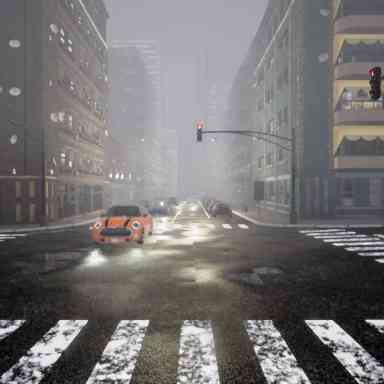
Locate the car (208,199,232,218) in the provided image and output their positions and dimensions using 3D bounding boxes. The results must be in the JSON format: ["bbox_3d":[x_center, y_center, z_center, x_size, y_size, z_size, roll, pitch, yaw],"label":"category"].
[{"bbox_3d":[2.702,1.584,30.349,1.802,1.307,4.206,0,0,0],"label":"car"}]

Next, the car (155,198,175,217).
[{"bbox_3d":[-3.082,1.550,31.846,2.033,1.411,5.357,0,0,0],"label":"car"}]

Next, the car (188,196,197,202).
[{"bbox_3d":[0.040,1.450,69.842,1.895,1.301,4.718,0,0,0],"label":"car"}]

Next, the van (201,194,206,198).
[{"bbox_3d":[2.712,1.353,52.443,1.690,1.788,3.998,0,0,0],"label":"van"}]

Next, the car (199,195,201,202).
[{"bbox_3d":[2.717,1.581,57.967,1.947,1.339,4.313,0,0,0],"label":"car"}]

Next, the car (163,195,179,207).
[{"bbox_3d":[-3.050,1.517,53.188,1.837,1.490,4.892,0,0,0],"label":"car"}]

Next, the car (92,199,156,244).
[{"bbox_3d":[-3.091,1.350,15.577,2.097,1.767,4.553,0,0,0],"label":"car"}]

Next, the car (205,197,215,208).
[{"bbox_3d":[2.705,1.570,35.873,1.947,1.339,4.313,0,0,0],"label":"car"}]

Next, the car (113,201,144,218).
[{"bbox_3d":[-5.679,1.568,30.366,1.947,1.339,4.313,0,0,0],"label":"car"}]

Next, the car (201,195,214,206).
[{"bbox_3d":[2.711,1.553,46.919,1.887,1.381,4.507,0,0,0],"label":"car"}]

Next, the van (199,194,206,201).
[{"bbox_3d":[2.730,1.377,85.584,1.690,1.788,3.998,-1,0,0],"label":"van"}]

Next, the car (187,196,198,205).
[{"bbox_3d":[0.034,1.542,59.806,1.812,1.442,4.674,0,0,0],"label":"car"}]

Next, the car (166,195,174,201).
[{"bbox_3d":[-5.649,1.561,85.431,1.752,1.417,4.829,0,0,0],"label":"car"}]

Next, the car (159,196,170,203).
[{"bbox_3d":[-5.657,1.604,69.030,1.802,1.307,4.206,0,0,0],"label":"car"}]
